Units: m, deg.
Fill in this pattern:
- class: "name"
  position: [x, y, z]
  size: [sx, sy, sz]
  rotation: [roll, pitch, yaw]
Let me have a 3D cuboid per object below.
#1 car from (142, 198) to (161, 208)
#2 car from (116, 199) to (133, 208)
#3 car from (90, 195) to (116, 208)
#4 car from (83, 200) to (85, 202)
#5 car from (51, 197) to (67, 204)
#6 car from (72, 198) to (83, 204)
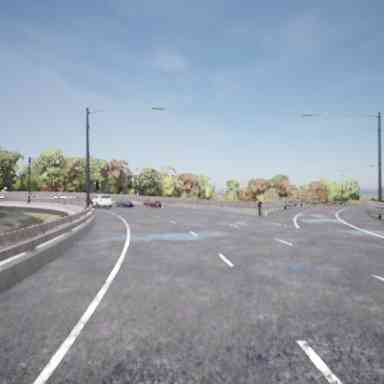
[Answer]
- class: "car"
  position: [-6.355, 1.725, 52.718]
  size: [1.812, 1.442, 4.674]
  rotation: [0, 0, -28]
- class: "car"
  position: [-11.124, 1.798, 54.065]
  size: [1.994, 1.385, 4.181]
  rotation: [0, 0, -30]
- class: "car"
  position: [-14.397, 1.472, 52.891]
  size: [2.150, 2.045, 5.566]
  rotation: [0, -1, -31]
- class: "car"
  position: [-21.759, 1.906, 74.768]
  size: [2.033, 1.411, 5.357]
  rotation: [0, 0, -43]
- class: "car"
  position: [-28.971, 1.907, 72.313]
  size: [4.892, 1.490, 1.837]
  rotation: [-1, 0, 44]
- class: "car"
  position: [-25.435, 1.940, 73.642]
  size: [1.994, 1.385, 4.181]
  rotation: [0, 0, -43]
